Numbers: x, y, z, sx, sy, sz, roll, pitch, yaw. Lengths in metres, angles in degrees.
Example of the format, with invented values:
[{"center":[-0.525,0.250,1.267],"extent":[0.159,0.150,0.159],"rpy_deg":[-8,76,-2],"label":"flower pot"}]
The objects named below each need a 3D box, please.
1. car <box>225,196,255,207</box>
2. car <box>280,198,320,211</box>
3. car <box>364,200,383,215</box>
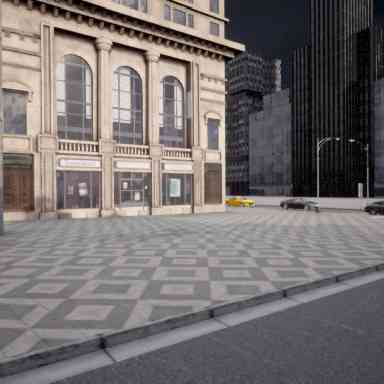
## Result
[{"center":[6.680,1.373,47.063],"extent":[1.882,1.535,5.008],"rpy_deg":[-1,0,-34],"label":"car"},{"center":[12.460,1.415,38.513],"extent":[2.128,1.511,4.902],"rpy_deg":[-1,0,-34],"label":"car"},{"center":[18.133,1.478,30.169],"extent":[1.812,1.442,4.674],"rpy_deg":[-1,0,-34],"label":"car"}]
